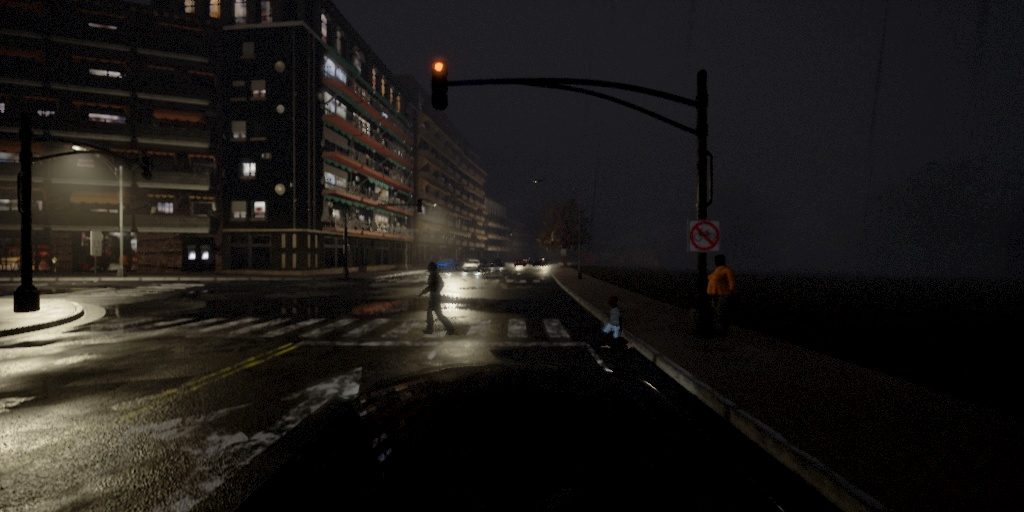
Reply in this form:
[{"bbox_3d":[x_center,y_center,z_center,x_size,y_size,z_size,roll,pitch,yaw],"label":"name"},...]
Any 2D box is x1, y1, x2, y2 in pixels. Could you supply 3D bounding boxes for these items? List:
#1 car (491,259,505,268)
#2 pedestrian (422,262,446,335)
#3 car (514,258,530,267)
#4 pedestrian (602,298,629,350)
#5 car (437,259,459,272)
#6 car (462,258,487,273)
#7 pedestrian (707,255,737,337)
[{"bbox_3d":[-2.375,1.179,61.186,1.837,1.490,4.892,0,0,9],"label":"car"},{"bbox_3d":[-1.924,1.017,8.852,0.375,1.860,0.375,0,0,1],"label":"pedestrian"},{"bbox_3d":[1.557,1.229,65.440,2.033,1.411,5.357,0,0,9],"label":"car"},{"bbox_3d":[2.188,1.022,7.599,0.375,1.860,0.375,0,0,1],"label":"pedestrian"},{"bbox_3d":[-7.778,1.146,43.445,1.882,1.535,5.008,0,0,6],"label":"car"},{"bbox_3d":[-4.560,1.196,42.955,1.812,1.442,4.674,0,0,6],"label":"car"},{"bbox_3d":[4.763,0.867,8.163,0.375,1.860,0.375,0,0,1],"label":"pedestrian"}]
